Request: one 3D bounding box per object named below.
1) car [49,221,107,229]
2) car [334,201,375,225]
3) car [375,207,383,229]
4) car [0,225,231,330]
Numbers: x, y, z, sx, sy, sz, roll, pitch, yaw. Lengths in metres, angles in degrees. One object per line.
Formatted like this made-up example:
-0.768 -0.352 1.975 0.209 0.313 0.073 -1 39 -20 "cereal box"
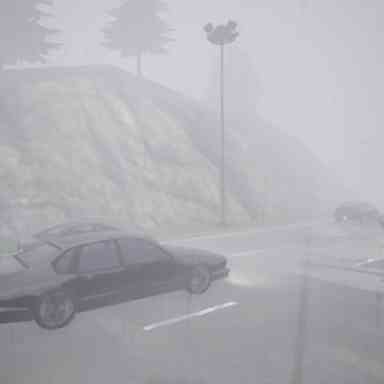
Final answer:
-3.094 1.584 10.333 4.181 1.385 1.994 0 0 -37 "car"
11.777 1.425 23.690 1.837 1.490 4.892 0 0 44 "car"
12.620 1.516 19.492 1.895 1.301 4.718 0 0 45 "car"
-1.686 1.559 6.951 5.357 1.411 2.033 0 0 -37 "car"
